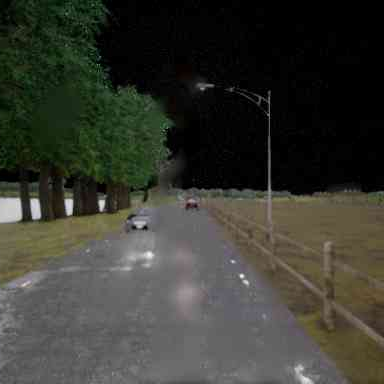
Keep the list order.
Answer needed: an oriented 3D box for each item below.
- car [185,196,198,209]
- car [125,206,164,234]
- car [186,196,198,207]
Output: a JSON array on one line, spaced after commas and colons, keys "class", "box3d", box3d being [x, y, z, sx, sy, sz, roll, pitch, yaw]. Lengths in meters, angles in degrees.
[{"class": "car", "box3d": [-0.009, 1.883, 52.739, 1.882, 1.535, 5.008, 0, -1, 0]}, {"class": "car", "box3d": [-2.802, 1.618, 20.367, 2.128, 1.511, 4.902, 0, 0, 0]}, {"class": "car", "box3d": [-0.011, 1.737, 63.190, 2.150, 2.045, 5.566, 0, -1, 0]}]
